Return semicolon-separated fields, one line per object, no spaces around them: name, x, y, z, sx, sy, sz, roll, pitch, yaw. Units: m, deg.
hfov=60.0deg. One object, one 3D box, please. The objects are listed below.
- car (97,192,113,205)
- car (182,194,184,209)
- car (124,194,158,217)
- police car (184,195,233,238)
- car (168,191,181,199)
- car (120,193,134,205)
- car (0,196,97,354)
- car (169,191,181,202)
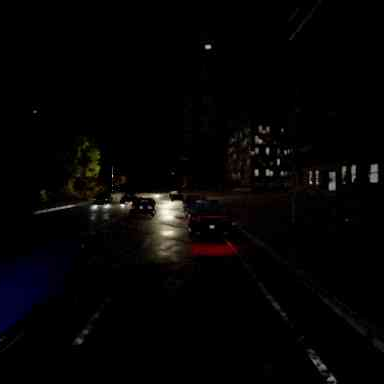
car;-11.394;0.842;42.879;1.837;1.490;4.892;0;1;-4
car;0.395;1.061;26.138;1.882;1.535;5.008;0;1;-2
car;-3.760;1.129;26.406;2.033;1.411;5.357;0;1;-3
police car;0.745;1.165;16.161;1.930;1.638;5.238;0;1;-2
car;-3.519;0.512;65.781;2.128;1.511;4.902;0;1;-6
car;-8.149;0.879;43.193;2.033;1.411;5.357;0;1;-4
car;-3.197;1.153;4.486;2.150;2.045;5.566;0;1;0
car;-2.196;0.774;51.638;1.994;1.385;4.181;0;1;-4
